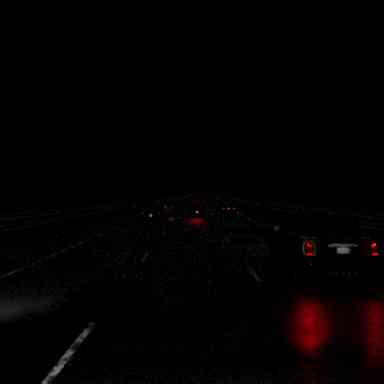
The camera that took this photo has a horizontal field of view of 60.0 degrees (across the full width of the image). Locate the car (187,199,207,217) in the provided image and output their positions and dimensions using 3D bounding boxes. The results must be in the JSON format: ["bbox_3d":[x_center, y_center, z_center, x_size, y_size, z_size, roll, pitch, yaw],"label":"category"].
[{"bbox_3d":[0.569,1.833,36.081,1.837,1.490,4.892,0,-1,2],"label":"car"}]

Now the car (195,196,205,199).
[{"bbox_3d":[1.498,1.775,60.783,2.150,2.045,5.566,0,-1,3],"label":"car"}]

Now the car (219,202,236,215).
[{"bbox_3d":[4.129,1.903,39.203,2.033,1.411,5.357,0,-1,2],"label":"car"}]

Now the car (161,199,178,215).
[{"bbox_3d":[-2.895,1.720,39.891,2.097,1.767,4.553,0,-1,2],"label":"car"}]

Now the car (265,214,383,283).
[{"bbox_3d":[3.630,1.440,10.069,2.097,1.767,4.553,0,0,0],"label":"car"}]

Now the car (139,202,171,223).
[{"bbox_3d":[-3.162,1.825,27.959,1.994,1.385,4.181,0,0,1],"label":"car"}]
